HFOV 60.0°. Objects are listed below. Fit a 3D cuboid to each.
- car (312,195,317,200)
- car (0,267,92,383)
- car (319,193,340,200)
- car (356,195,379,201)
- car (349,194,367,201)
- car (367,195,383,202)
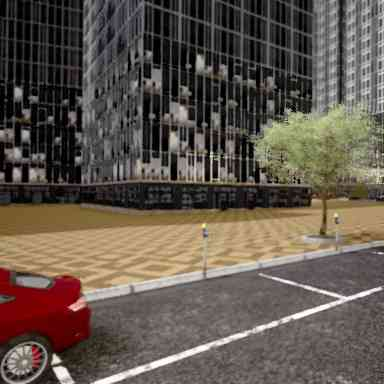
[{"bbox_3d":[28.492,1.228,83.245,1.967,1.590,4.097,1,0,-19],"label":"car"},{"bbox_3d":[-3.292,1.582,3.734,4.206,1.307,1.802,0,1,-35],"label":"car"},{"bbox_3d":[35.937,1.197,85.831,2.192,1.841,5.009,1,0,-19],"label":"car"},{"bbox_3d":[39.572,1.391,75.248,2.008,1.369,4.403,1,0,-19],"label":"car"},{"bbox_3d":[33.945,1.165,67.380,1.967,1.590,4.097,1,0,-19],"label":"car"},{"bbox_3d":[35.762,1.255,62.091,2.008,1.369,4.403,1,0,-19],"label":"car"}]
